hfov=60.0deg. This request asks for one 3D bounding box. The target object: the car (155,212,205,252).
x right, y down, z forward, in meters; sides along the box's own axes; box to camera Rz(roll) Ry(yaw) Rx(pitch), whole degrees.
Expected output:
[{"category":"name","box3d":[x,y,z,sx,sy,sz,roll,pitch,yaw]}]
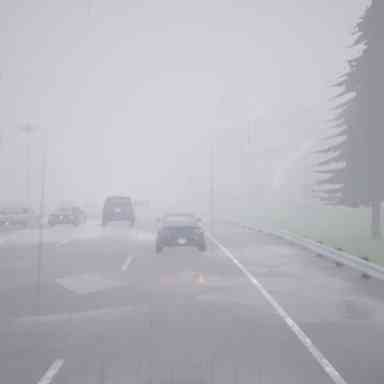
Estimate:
[{"category":"car","box3d":[-0.544,1.549,14.006,1.812,1.442,4.674,0,0,-5]}]

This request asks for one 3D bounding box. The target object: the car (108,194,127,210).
[{"category":"car","box3d":[-10.881,1.379,48.269,2.150,2.045,5.566,0,0,-18]}]

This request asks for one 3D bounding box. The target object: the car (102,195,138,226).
[{"category":"car","box3d":[-5.226,1.299,24.146,2.150,2.045,5.566,0,0,-9]}]

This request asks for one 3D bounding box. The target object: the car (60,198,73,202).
[{"category":"car","box3d":[-20.854,1.732,55.346,1.882,1.535,5.008,0,0,-21]}]

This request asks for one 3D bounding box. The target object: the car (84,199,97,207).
[{"category":"car","box3d":[-16.743,1.818,54.431,1.895,1.301,4.718,0,0,-21]}]

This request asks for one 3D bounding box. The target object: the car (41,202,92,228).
[{"category":"car","box3d":[-8.641,1.654,23.415,2.033,1.411,5.357,0,0,-9]}]

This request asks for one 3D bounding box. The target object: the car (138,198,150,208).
[{"category":"car","box3d":[-7.447,1.606,48.794,1.882,1.535,5.008,0,0,-18]}]

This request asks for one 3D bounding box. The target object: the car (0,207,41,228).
[{"category":"car","box3d":[-12.229,1.739,23.667,1.895,1.301,4.718,0,0,-9]}]

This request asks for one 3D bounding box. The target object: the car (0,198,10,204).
[{"category":"car","box3d":[-36.841,1.907,65.101,1.837,1.490,4.892,0,0,-26]}]
